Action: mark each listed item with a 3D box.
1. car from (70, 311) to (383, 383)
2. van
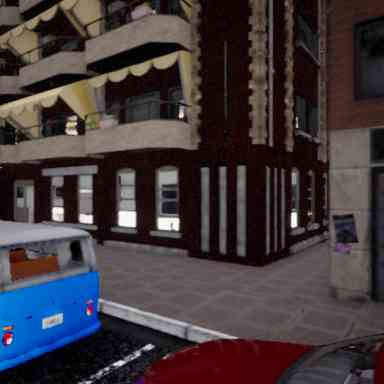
[{"bbox_3d":[1.382,1.582,1.889,4.206,1.307,1.802,0,0,35],"label":"car"},{"bbox_3d":[-3.218,1.352,5.169,3.998,1.788,1.690,0,0,35],"label":"van"}]
